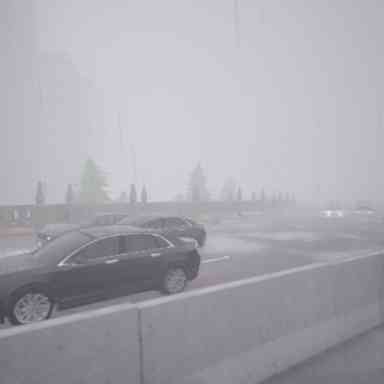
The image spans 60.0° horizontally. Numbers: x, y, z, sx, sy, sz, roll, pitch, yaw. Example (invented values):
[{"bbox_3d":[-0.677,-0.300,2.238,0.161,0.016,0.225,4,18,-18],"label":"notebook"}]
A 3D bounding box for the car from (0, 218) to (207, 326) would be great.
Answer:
[{"bbox_3d":[-2.013,1.535,7.086,4.892,1.490,1.837,0,0,-38],"label":"car"}]

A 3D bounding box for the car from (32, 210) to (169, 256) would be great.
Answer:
[{"bbox_3d":[-3.799,1.611,14.492,5.357,1.411,2.033,0,0,-40],"label":"car"}]

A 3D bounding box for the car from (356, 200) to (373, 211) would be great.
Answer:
[{"bbox_3d":[23.068,1.788,44.677,2.033,1.411,5.357,0,-1,24],"label":"car"}]

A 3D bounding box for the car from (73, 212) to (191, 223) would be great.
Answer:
[{"bbox_3d":[-1.626,1.554,11.859,4.892,1.490,1.837,0,0,-40],"label":"car"}]

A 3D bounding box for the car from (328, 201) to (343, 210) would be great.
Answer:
[{"bbox_3d":[20.269,1.875,47.101,1.895,1.301,4.718,0,-1,23],"label":"car"}]
